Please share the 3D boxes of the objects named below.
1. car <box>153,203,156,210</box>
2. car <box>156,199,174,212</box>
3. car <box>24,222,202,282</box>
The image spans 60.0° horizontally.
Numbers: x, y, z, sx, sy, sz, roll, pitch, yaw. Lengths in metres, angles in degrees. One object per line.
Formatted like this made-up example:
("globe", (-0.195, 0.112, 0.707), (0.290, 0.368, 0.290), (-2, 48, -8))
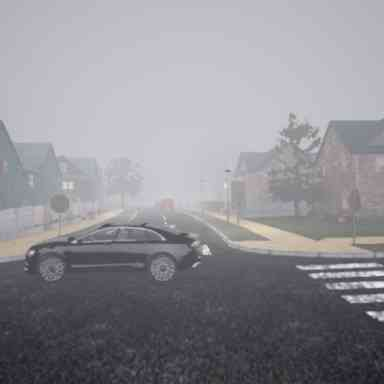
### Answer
("car", (-6.240, 2.581, 63.623), (1.882, 1.535, 5.008), (0, -1, -14))
("car", (-4.121, 2.085, 53.287), (2.150, 2.045, 5.566), (0, -1, -10))
("car", (-2.152, 1.618, 9.510), (4.902, 1.511, 2.128), (0, -1, 0))
